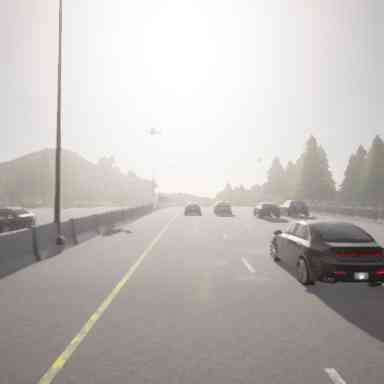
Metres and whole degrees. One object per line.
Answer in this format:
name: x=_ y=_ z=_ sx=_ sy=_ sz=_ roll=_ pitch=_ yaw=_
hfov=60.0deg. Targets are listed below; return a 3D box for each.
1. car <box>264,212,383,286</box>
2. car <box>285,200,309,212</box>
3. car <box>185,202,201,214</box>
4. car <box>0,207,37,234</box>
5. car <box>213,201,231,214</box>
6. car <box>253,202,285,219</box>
car: x=3.599 y=1.534 z=9.486 sx=1.837 sy=1.490 sz=4.892 roll=0 pitch=0 yaw=0
car: x=10.599 y=1.616 z=35.032 sx=2.097 sy=1.767 sz=4.553 roll=0 pitch=0 yaw=0
car: x=0.096 y=1.968 z=41.319 sx=1.994 sy=1.385 sz=4.181 roll=0 pitch=-1 yaw=0
car: x=-10.507 y=1.607 z=18.694 sx=1.837 sy=1.490 sz=4.892 roll=0 pitch=-1 yaw=0
car: x=3.597 y=1.848 z=40.290 sx=1.882 sy=1.535 sz=5.008 roll=0 pitch=-1 yaw=0
car: x=7.100 y=1.740 z=31.988 sx=1.837 sy=1.490 sz=4.892 roll=0 pitch=0 yaw=0
